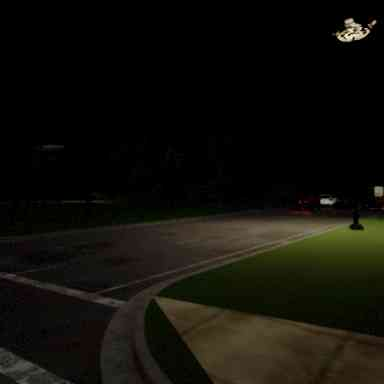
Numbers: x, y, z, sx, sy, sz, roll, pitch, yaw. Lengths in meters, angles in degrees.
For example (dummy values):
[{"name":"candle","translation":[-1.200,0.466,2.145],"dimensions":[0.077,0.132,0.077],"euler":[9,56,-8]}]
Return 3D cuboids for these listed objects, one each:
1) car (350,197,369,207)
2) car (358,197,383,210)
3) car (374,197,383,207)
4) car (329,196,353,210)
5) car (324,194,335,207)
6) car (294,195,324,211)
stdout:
[{"name":"car","translation":[27.659,1.650,54.780],"dimensions":[1.837,1.490,4.892],"euler":[-1,-1,38]},{"name":"car","translation":[23.770,1.649,44.023],"dimensions":[2.033,1.411,5.357],"euler":[-1,-1,39]},{"name":"car","translation":[30.273,1.579,52.439],"dimensions":[1.882,1.535,5.008],"euler":[-1,-1,38]},{"name":"car","translation":[20.872,1.671,45.975],"dimensions":[1.812,1.442,4.674],"euler":[-1,0,38]},{"name":"car","translation":[22.024,1.412,53.371],"dimensions":[2.150,2.045,5.566],"euler":[-1,-1,38]},{"name":"car","translation":[15.591,1.411,44.954],"dimensions":[2.150,2.045,5.566],"euler":[-1,-1,38]}]
